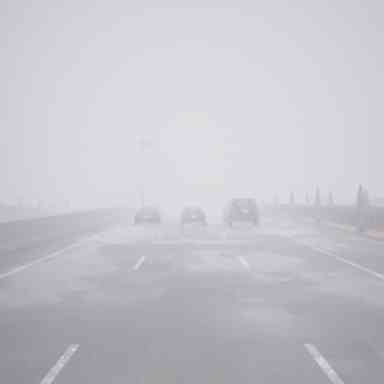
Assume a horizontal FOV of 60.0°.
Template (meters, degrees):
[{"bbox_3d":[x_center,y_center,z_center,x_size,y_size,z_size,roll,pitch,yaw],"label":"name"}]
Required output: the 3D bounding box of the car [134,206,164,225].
[{"bbox_3d":[-3.400,1.822,26.729,1.994,1.385,4.181,0,-1,0],"label":"car"}]

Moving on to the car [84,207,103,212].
[{"bbox_3d":[-14.061,3.032,49.552,1.837,1.490,4.892,0,-6,0],"label":"car"}]

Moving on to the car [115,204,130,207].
[{"bbox_3d":[-10.563,2.813,50.180,2.150,2.045,5.566,0,-6,0],"label":"car"}]

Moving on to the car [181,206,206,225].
[{"bbox_3d":[0.100,1.824,26.923,1.994,1.385,4.181,0,-1,0],"label":"car"}]

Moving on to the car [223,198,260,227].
[{"bbox_3d":[3.600,1.462,25.036,2.150,2.045,5.566,0,0,0],"label":"car"}]

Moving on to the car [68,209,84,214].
[{"bbox_3d":[-17.541,3.344,51.989,2.033,1.411,5.357,0,-6,1],"label":"car"}]
